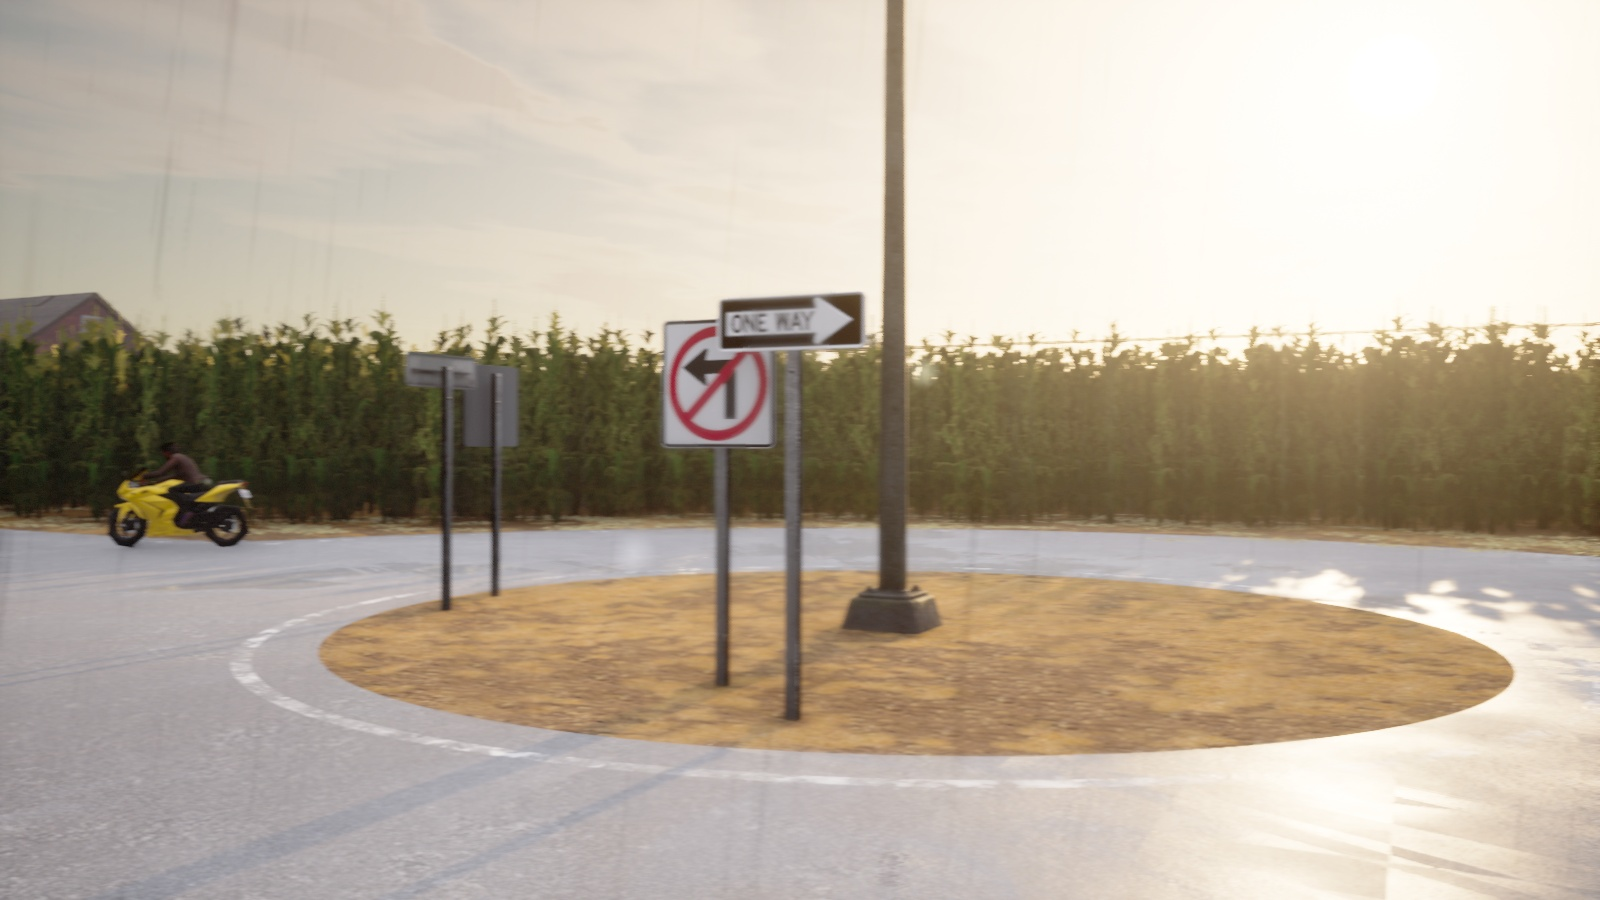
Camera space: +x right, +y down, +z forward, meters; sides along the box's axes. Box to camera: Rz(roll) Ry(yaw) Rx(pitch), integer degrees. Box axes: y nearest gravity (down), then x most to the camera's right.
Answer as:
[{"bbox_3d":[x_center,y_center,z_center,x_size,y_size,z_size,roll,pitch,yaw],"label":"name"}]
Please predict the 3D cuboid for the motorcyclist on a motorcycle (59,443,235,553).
[{"bbox_3d":[-9.245,0.687,17.845,2.044,1.523,0.797,0,-2,-2],"label":"motorcyclist on a motorcycle"}]
